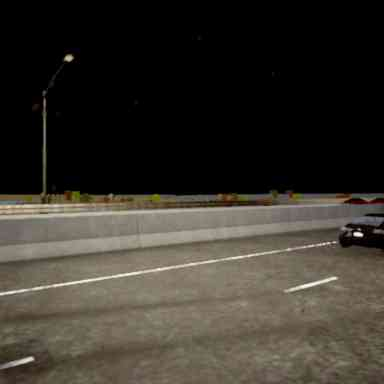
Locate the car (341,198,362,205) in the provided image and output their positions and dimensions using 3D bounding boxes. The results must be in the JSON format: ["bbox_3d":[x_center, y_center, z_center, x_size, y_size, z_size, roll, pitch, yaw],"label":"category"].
[{"bbox_3d":[22.407,1.539,45.721,4.674,1.442,1.812,0,0,-35],"label":"car"}]

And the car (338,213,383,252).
[{"bbox_3d":[7.899,1.568,13.690,4.181,1.385,1.994,0,0,-35],"label":"car"}]

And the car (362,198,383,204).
[{"bbox_3d":[24.419,1.491,42.861,5.008,1.535,1.882,0,0,-35],"label":"car"}]
